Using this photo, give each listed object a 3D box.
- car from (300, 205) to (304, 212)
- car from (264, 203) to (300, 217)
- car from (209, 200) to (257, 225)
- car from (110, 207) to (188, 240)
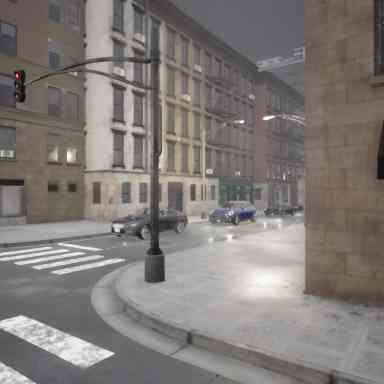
[{"bbox_3d":[14.823,1.832,41.612,1.895,1.301,4.718,0,0,36],"label":"car"},{"bbox_3d":[8.910,1.777,33.360,1.895,1.301,4.718,0,0,35],"label":"car"},{"bbox_3d":[3.190,1.476,25.349,2.097,1.767,4.553,0,0,36],"label":"car"},{"bbox_3d":[-2.149,1.568,17.830,2.128,1.511,4.902,0,0,35],"label":"car"}]
